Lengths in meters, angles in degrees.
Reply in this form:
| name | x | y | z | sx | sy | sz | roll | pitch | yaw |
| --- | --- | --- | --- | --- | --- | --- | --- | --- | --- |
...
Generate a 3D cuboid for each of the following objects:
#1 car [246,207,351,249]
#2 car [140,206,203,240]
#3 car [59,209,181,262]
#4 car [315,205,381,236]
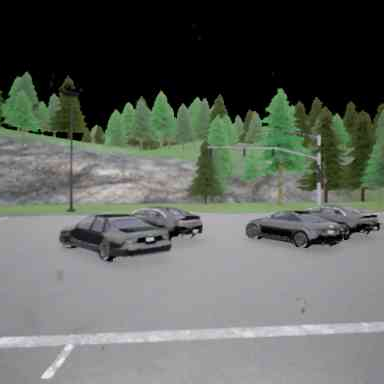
| name | x | y | z | sx | sy | sz | roll | pitch | yaw |
| --- | --- | --- | --- | --- | --- | --- | --- | --- | --- |
| car | 4.227 | 1.480 | 14.361 | 1.994 | 1.385 | 4.181 | 0 | 0 | -31 |
| car | -1.771 | 1.402 | 15.294 | 4.902 | 1.511 | 2.128 | 0 | 0 | 38 |
| car | -2.973 | 1.477 | 11.985 | 2.033 | 1.411 | 5.357 | 0 | 0 | -42 |
| car | 6.802 | 1.393 | 16.832 | 2.128 | 1.511 | 4.902 | 0 | 0 | -34 |
